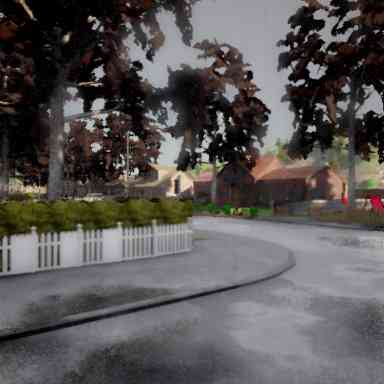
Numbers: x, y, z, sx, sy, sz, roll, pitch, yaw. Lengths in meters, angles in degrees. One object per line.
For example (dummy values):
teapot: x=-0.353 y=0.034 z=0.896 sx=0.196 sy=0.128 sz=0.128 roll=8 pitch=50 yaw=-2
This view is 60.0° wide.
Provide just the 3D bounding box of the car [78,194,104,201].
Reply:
car: x=-15.716 y=1.268 z=52.751 sx=2.150 sy=2.045 sz=5.566 roll=0 pitch=0 yaw=-35

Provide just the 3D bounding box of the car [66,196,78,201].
car: x=-21.910 y=1.538 z=61.419 sx=2.128 sy=1.511 sz=4.902 roll=0 pitch=0 yaw=-36
